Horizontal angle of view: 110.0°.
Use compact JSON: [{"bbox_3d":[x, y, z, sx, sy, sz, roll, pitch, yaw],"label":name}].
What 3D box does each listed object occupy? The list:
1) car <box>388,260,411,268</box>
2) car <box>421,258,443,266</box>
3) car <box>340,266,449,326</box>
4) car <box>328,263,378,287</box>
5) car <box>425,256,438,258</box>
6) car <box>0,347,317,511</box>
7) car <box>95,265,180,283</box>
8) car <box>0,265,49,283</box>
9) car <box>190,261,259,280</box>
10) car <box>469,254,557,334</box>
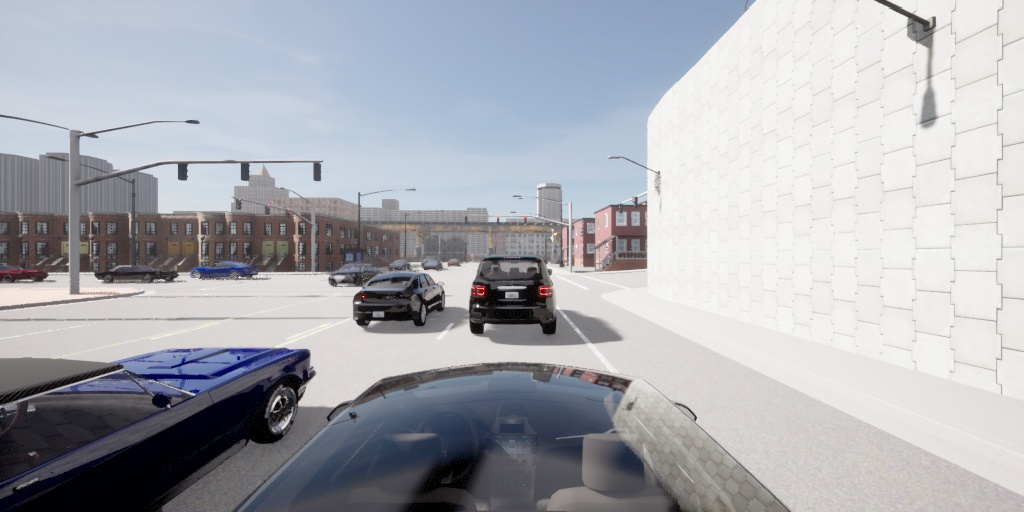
[{"bbox_3d":[-14.119,1.255,45.360,1.837,1.490,4.892,0,0,0],"label":"car"},{"bbox_3d":[-10.607,1.297,48.565,2.033,1.411,5.357,0,0,0],"label":"car"},{"bbox_3d":[-3.422,1.255,11.624,1.837,1.490,4.892,0,0,0],"label":"car"},{"bbox_3d":[-10.606,1.241,24.393,2.128,1.511,4.902,0,0,0],"label":"car"},{"bbox_3d":[-14.080,0.974,62.193,2.150,2.045,5.566,0,0,0],"label":"car"},{"bbox_3d":[-3.397,1.351,2.370,1.895,1.301,4.718,0,0,0],"label":"car"},{"bbox_3d":[-28.178,1.351,27.081,4.718,1.301,1.895,0,0,0],"label":"car"},{"bbox_3d":[-38.295,1.351,27.045,4.718,1.301,1.895,0,0,0],"label":"car"},{"bbox_3d":[-24.473,1.227,30.588,5.008,1.535,1.882,0,0,-1],"label":"car"},{"bbox_3d":[0.062,0.971,10.734,2.150,2.045,5.566,0,0,1],"label":"car"}]
